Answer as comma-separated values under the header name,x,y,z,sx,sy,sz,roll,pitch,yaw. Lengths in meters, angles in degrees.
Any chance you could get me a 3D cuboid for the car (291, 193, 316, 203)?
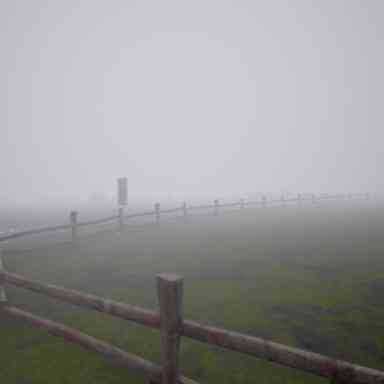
name,x,y,z,sx,sy,sz,roll,pitch,yaw
car,16.339,0.829,48.755,5.008,1.535,1.882,-1,0,-44
